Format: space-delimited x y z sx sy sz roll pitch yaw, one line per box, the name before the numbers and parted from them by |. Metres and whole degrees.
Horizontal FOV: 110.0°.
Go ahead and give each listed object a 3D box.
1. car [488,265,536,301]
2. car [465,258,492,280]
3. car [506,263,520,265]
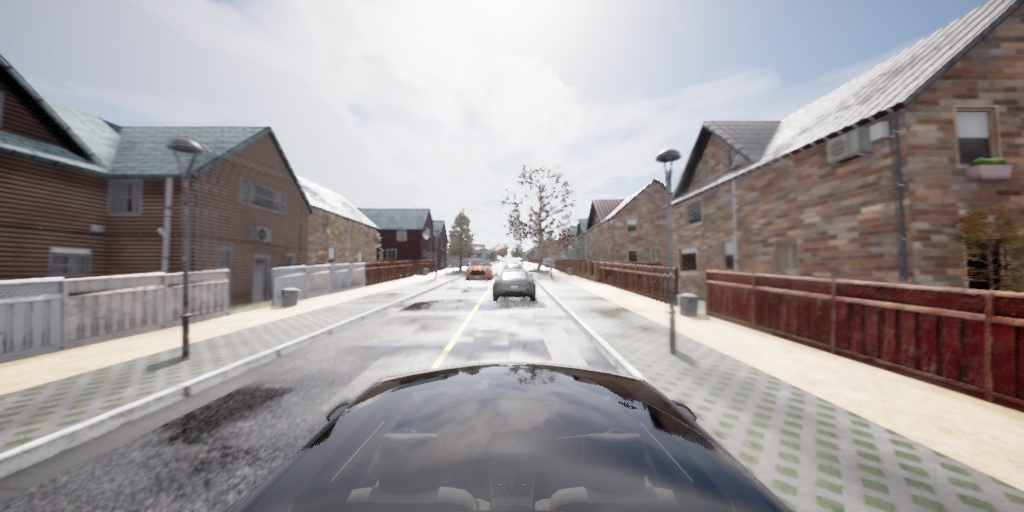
car | 0.103 1.303 17.362 1.994 1.385 4.181 0 0 0
car | -2.743 1.093 30.775 2.097 1.767 4.553 0 0 0
car | 0.107 1.306 34.475 1.994 1.385 4.181 0 0 0
